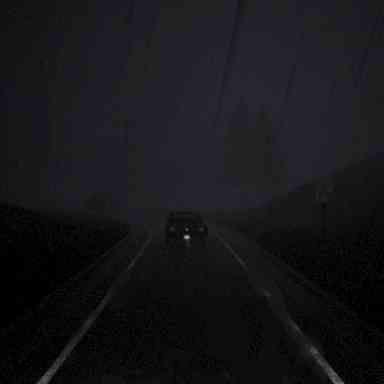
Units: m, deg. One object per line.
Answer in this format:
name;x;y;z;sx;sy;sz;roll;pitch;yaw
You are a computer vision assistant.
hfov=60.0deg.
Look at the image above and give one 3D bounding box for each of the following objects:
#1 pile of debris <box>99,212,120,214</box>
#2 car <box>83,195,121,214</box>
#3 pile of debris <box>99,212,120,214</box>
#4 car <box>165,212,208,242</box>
pile of debris;-9.082;2.288;36.502;1.500;0.140;1.860;0;0;-43
car;-10.192;1.339;37.470;2.150;2.045;5.566;1;0;-44
pile of debris;-9.082;2.288;36.502;1.500;0.140;1.860;0;0;-43
car;-0.406;1.647;16.551;1.895;1.301;4.718;0;0;-5
